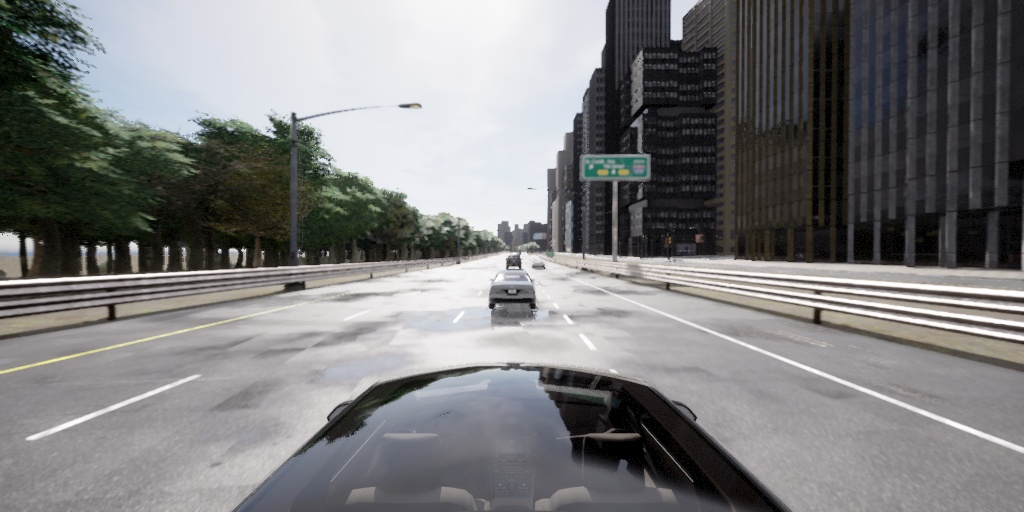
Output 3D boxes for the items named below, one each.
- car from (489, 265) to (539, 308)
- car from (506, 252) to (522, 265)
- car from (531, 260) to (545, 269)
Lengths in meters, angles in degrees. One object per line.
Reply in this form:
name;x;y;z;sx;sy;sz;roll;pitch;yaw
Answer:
car;0.020;1.296;15.211;2.033;1.411;5.357;0;0;0
car;0.274;0.875;51.435;2.150;2.045;5.566;0;0;1
car;3.903;1.241;53.792;1.895;1.301;4.718;0;0;1
